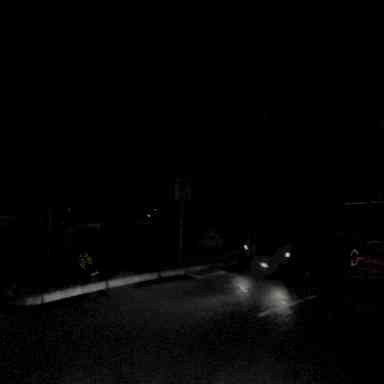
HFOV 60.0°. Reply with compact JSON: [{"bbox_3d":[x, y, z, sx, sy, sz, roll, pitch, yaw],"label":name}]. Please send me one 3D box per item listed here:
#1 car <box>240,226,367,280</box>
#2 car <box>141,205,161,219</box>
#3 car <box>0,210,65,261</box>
[{"bbox_3d":[3.717,1.799,10.752,4.718,1.301,1.895,2,-1,-40],"label":"car"},{"bbox_3d":[-1.018,1.084,22.257,4.718,1.301,1.895,-3,3,-39],"label":"car"},{"bbox_3d":[-6.121,1.361,11.121,1.812,1.442,4.674,2,1,12],"label":"car"}]
